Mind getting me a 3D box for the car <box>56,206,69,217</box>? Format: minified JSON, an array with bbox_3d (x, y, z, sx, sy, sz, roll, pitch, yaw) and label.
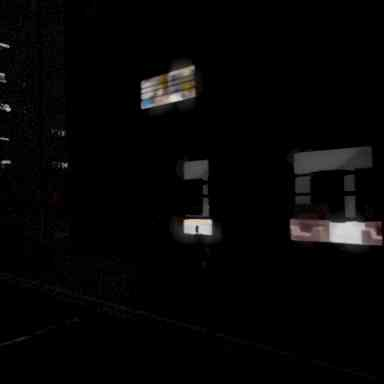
[{"bbox_3d":[-10.294,1.571,30.813,1.887,1.381,4.507,-1,0,36],"label":"car"}]
